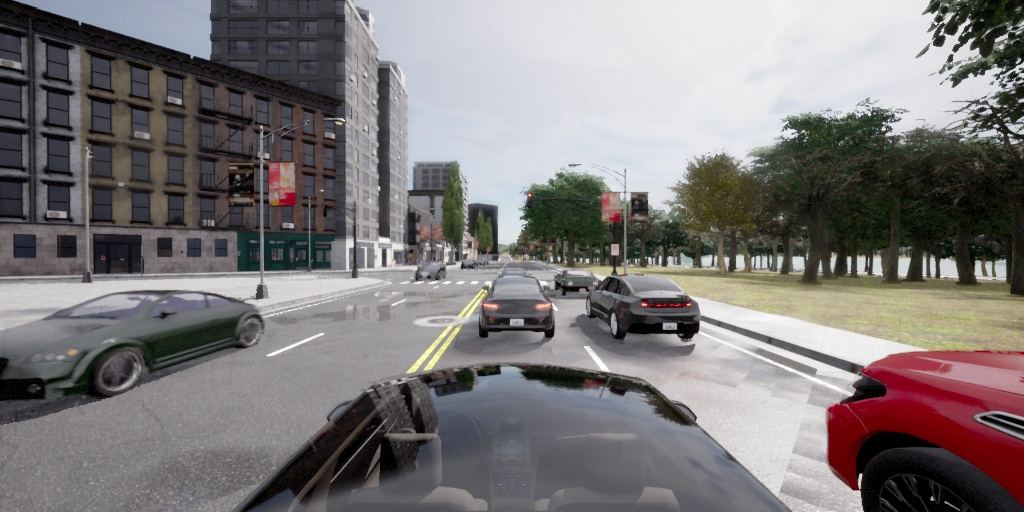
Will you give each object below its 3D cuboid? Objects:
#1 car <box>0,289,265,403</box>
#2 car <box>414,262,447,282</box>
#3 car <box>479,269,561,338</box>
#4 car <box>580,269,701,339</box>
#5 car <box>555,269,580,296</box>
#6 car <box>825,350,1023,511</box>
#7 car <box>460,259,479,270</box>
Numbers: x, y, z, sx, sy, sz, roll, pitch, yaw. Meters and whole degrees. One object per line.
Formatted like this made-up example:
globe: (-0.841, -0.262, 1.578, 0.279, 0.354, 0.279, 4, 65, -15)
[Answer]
car: (-6.590, 1.313, 6.384, 1.994, 1.385, 4.181, 0, 0, 0)
car: (-6.532, 1.232, 29.262, 2.128, 1.511, 4.902, 0, 0, 0)
car: (0.121, 1.274, 10.091, 1.812, 1.442, 4.674, 0, 0, 0)
car: (3.367, 1.253, 10.052, 1.837, 1.490, 4.892, 0, 0, 0)
car: (3.389, 1.347, 19.365, 1.895, 1.301, 4.718, 0, 0, 0)
car: (3.347, 0.972, 0.189, 2.150, 2.045, 5.566, 0, 0, 0)
car: (-6.481, 1.213, 53.415, 1.882, 1.535, 5.008, 0, 0, 0)
